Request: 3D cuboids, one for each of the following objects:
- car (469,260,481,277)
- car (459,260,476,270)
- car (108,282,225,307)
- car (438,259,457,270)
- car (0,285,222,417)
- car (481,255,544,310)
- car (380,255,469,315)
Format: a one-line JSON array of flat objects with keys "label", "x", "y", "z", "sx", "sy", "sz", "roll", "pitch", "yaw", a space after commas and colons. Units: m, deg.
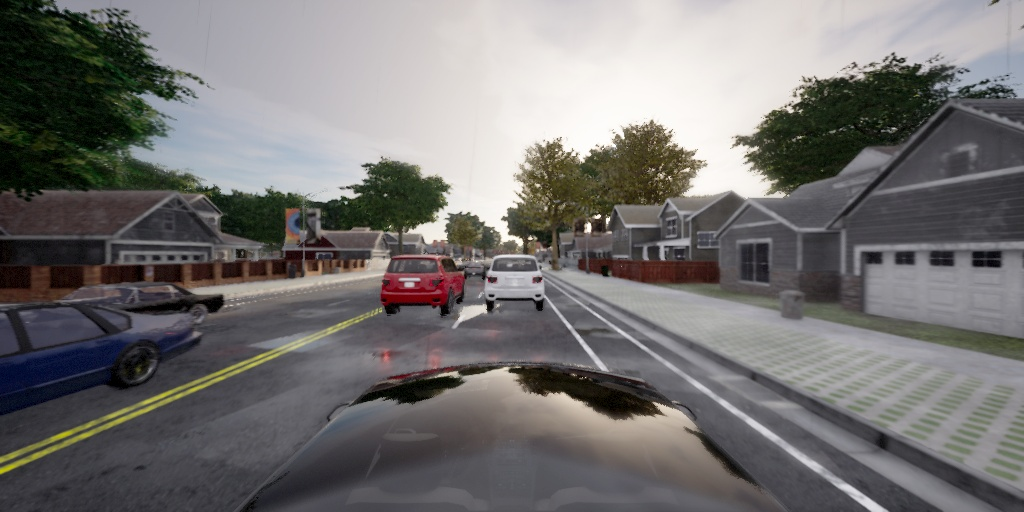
[{"label": "car", "x": -3.154, "y": 1.257, "z": 32.064, "sx": 2.128, "sy": 1.511, "sz": 4.902, "roll": 0, "pitch": 0, "yaw": 0}, {"label": "car", "x": -6.520, "y": 1.356, "z": 53.263, "sx": 1.994, "sy": 1.385, "sz": 4.181, "roll": 0, "pitch": 0, "yaw": 0}, {"label": "car", "x": -9.852, "y": 1.354, "z": 8.885, "sx": 1.895, "sy": 1.301, "sz": 4.718, "roll": 0, "pitch": 0, "yaw": 0}, {"label": "car", "x": -9.756, "y": 1.286, "z": 54.473, "sx": 1.882, "sy": 1.535, "sz": 5.008, "roll": 0, "pitch": 0, "yaw": 0}, {"label": "car", "x": -6.601, "y": 1.298, "z": 4.160, "sx": 2.033, "sy": 1.411, "sz": 5.357, "roll": 0, "pitch": 0, "yaw": 0}, {"label": "car", "x": 0.098, "y": 0.976, "z": 14.958, "sx": 2.150, "sy": 2.045, "sz": 5.566, "roll": 0, "pitch": 0, "yaw": 0}, {"label": "car", "x": -3.151, "y": 0.976, "z": 13.698, "sx": 2.150, "sy": 2.045, "sz": 5.566, "roll": 0, "pitch": 0, "yaw": 0}]
